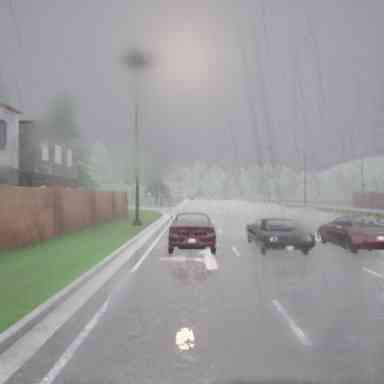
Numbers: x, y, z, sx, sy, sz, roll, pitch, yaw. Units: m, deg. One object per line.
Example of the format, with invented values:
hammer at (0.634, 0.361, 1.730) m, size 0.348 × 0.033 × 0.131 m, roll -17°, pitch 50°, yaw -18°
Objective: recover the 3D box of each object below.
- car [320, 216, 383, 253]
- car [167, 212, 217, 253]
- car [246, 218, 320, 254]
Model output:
car at (7.010, 1.698, 14.320) m, size 1.994 × 1.385 × 4.181 m, roll 0°, pitch 0°, yaw 0°
car at (0.010, 1.613, 14.487) m, size 1.882 × 1.535 × 5.008 m, roll 0°, pitch 0°, yaw 0°
car at (3.506, 1.733, 14.109) m, size 1.895 × 1.301 × 4.718 m, roll 0°, pitch 0°, yaw 0°
